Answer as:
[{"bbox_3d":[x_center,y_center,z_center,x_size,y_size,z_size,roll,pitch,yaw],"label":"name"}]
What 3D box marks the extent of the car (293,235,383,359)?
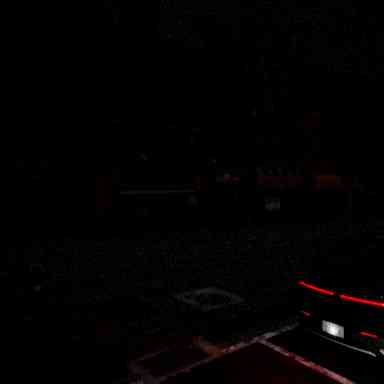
[{"bbox_3d":[3.763,1.498,5.656,4.892,1.490,1.837,0,0,-36],"label":"car"}]
